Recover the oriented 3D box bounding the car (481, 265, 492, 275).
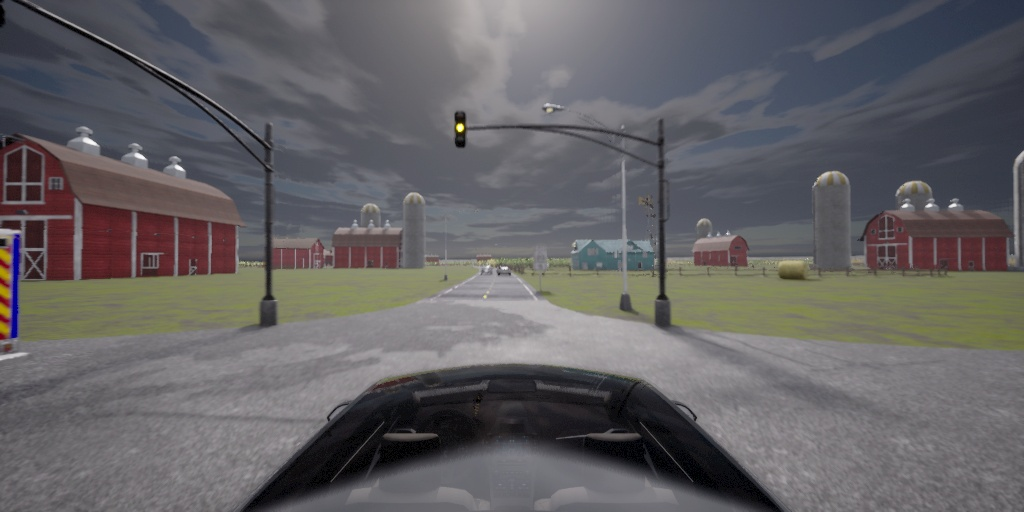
[{"bbox_3d":[-4.110,2.246,58.238,2.128,1.511,4.902,0,-1,-3],"label":"car"}]

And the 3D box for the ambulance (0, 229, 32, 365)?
[{"bbox_3d":[-10.836,0.770,4.686,6.366,2.431,2.351,0,0,0],"label":"ambulance"}]

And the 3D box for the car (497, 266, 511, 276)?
[{"bbox_3d":[-1.137,2.215,53.719,1.994,1.385,4.181,0,-1,-3],"label":"car"}]
